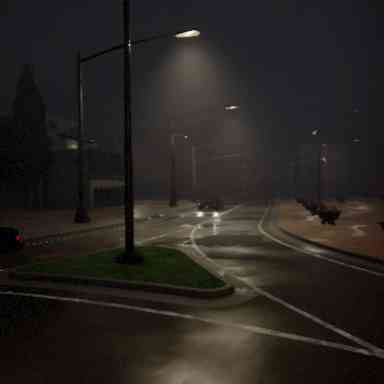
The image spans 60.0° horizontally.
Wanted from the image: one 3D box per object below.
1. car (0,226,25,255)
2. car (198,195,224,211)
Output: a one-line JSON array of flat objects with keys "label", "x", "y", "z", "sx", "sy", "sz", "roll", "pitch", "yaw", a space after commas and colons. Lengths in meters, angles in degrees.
[{"label": "car", "x": -7.727, "y": 1.504, "z": 9.308, "sx": 2.033, "sy": 1.411, "sz": 5.357, "roll": 0, "pitch": 1, "yaw": 45}, {"label": "car", "x": 1.939, "y": 1.078, "z": 32.996, "sx": 1.812, "sy": 1.442, "sz": 4.674, "roll": 0, "pitch": 1, "yaw": 15}]
